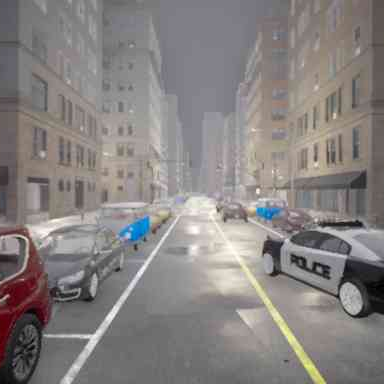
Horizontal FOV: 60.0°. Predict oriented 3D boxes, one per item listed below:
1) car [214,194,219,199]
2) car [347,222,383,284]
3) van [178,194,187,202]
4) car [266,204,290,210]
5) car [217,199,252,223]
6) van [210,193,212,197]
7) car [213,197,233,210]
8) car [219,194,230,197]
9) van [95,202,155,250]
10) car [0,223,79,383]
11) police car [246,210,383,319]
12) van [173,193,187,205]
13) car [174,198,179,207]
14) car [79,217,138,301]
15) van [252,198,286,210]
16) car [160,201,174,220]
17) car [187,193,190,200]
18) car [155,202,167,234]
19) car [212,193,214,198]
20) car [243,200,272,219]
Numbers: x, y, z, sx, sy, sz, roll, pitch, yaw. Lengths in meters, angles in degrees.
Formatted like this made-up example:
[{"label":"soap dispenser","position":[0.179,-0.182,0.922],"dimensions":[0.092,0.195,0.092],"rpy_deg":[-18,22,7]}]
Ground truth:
[{"label":"car","position":[6.347,1.332,69.108],"dimensions":[2.192,1.841,5.009],"rpy_deg":[0,0,1]},{"label":"car","position":[5.731,1.609,8.068],"dimensions":[1.947,1.339,4.313],"rpy_deg":[0,0,1]},{"label":"van","position":[-2.121,1.294,74.764],"dimensions":[1.690,1.788,3.998],"rpy_deg":[0,0,1]},{"label":"car","position":[5.846,1.628,19.406],"dimensions":[1.802,1.307,4.206],"rpy_deg":[0,0,1]},{"label":"car","position":[3.253,1.552,26.127],"dimensions":[1.812,1.442,4.674],"rpy_deg":[0,0,1]},{"label":"van","position":[6.573,1.319,91.447],"dimensions":[1.690,1.788,3.998],"rpy_deg":[1,0,1]},{"label":"car","position":[4.004,1.626,38.106],"dimensions":[1.895,1.301,4.718],"rpy_deg":[0,0,14]},{"label":"car","position":[6.234,1.467,57.939],"dimensions":[1.967,1.590,4.097],"rpy_deg":[0,0,1]},{"label":"van","position":[-2.736,1.330,13.808],"dimensions":[1.690,1.788,3.998],"rpy_deg":[0,0,1]},{"label":"car","position":[-2.849,1.297,2.473],"dimensions":[2.192,1.841,5.009],"rpy_deg":[0,0,1]},{"label":"police car","position":[3.335,1.451,7.742],"dimensions":[1.930,1.638,5.238],"rpy_deg":[0,0,-16]},{"label":"van","position":[-2.290,1.311,58.007],"dimensions":[1.690,1.788,3.998],"rpy_deg":[0,0,1]},{"label":"car","position":[-2.565,1.535,30.813],"dimensions":[2.008,1.369,4.403],"rpy_deg":[0,0,1]},{"label":"car","position":[-2.794,1.536,8.140],"dimensions":[2.008,1.369,4.403],"rpy_deg":[0,0,1]},{"label":"van","position":[5.904,1.386,25.076],"dimensions":[1.690,1.788,3.998],"rpy_deg":[0,0,1]},{"label":"car","position":[-2.624,1.513,24.976],"dimensions":[1.752,1.417,4.829],"rpy_deg":[0,0,1]},{"label":"car","position":[-2.178,1.275,69.179],"dimensions":[2.192,1.841,5.009],"rpy_deg":[0,0,1]},{"label":"car","position":[-2.681,1.514,19.307],"dimensions":[1.752,1.417,4.829],"rpy_deg":[0,0,1]},{"label":"car","position":[6.459,1.551,80.278],"dimensions":[2.008,1.369,4.403],"rpy_deg":[0,0,1]},{"label":"car","position":[5.961,1.567,30.915],"dimensions":[1.752,1.417,4.829],"rpy_deg":[0,0,1]}]
